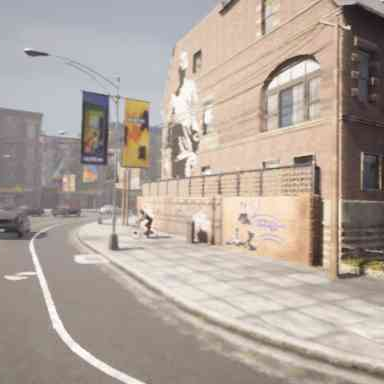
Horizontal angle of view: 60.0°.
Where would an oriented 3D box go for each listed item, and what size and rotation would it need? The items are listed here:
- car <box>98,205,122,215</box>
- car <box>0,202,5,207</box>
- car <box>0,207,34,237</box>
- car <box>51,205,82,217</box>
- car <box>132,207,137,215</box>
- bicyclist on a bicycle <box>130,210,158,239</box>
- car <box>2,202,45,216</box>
[{"bbox_3d":[-12.791,2.808,52.281,1.812,1.442,4.674,0,-2,27],"label":"car"},{"bbox_3d":[-23.628,2.066,41.536,2.097,1.767,4.553,1,-2,8],"label":"car"},{"bbox_3d":[-11.027,1.868,20.139,1.837,1.490,4.892,1,-2,-20],"label":"car"},{"bbox_3d":[-16.024,2.414,42.729,2.128,1.511,4.902,1,-2,11],"label":"car"},{"bbox_3d":[-7.722,2.974,53.977,1.812,1.442,4.674,0,-2,33],"label":"car"},{"bbox_3d":[-2.640,1.804,18.453,1.656,1.620,0.582,2,-2,-26],"label":"bicyclist on a bicycle"},{"bbox_3d":[-20.205,2.318,40.742,2.033,1.411,5.357,1,-2,7],"label":"car"}]
